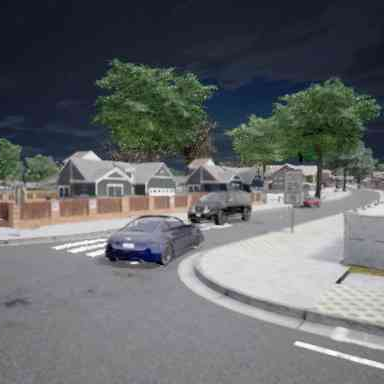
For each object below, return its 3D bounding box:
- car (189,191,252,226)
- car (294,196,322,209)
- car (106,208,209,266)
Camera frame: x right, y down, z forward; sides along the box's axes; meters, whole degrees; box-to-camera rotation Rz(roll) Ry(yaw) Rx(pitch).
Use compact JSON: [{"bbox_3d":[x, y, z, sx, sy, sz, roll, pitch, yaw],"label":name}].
[{"bbox_3d":[1.963,0.959,21.683,2.150,2.045,5.566,1,1,36],"label":"car"},{"bbox_3d":[12.889,1.140,37.016,1.895,1.301,4.718,1,1,35],"label":"car"},{"bbox_3d":[-1.120,1.472,11.487,1.994,1.385,4.181,0,1,21],"label":"car"}]
